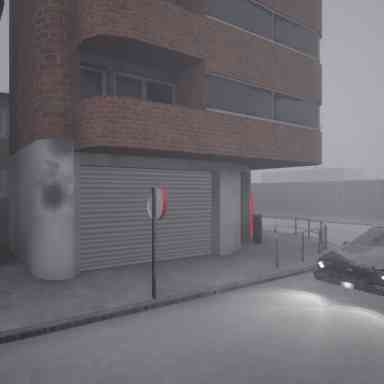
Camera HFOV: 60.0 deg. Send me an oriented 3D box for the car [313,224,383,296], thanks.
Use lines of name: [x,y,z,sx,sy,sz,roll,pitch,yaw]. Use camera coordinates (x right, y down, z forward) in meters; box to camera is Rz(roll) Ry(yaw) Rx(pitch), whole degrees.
car: [5.391,1.547,8.459,5.357,1.411,2.033,0,0,-36]
